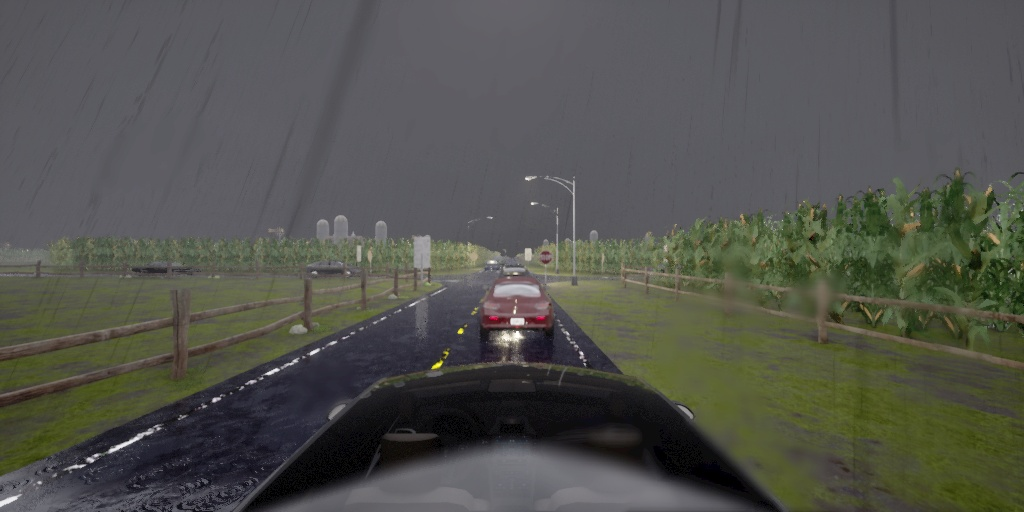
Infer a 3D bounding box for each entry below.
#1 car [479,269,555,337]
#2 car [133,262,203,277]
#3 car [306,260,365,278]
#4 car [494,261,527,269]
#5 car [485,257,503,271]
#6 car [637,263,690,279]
[{"bbox_3d":[0.124,1.276,10.219,1.812,1.442,4.674,0,0,0],"label":"car"},{"bbox_3d":[-30.541,1.165,31.948,4.718,1.301,1.895,0,-1,1],"label":"car"},{"bbox_3d":[-15.571,1.147,31.752,4.892,1.490,1.837,1,-1,1],"label":"car"},{"bbox_3d":[0.154,1.254,20.686,1.837,1.490,4.892,0,0,0],"label":"car"},{"bbox_3d":[-2.696,1.276,49.163,2.033,1.411,5.357,0,0,0],"label":"car"},{"bbox_3d":[14.547,1.361,34.311,4.892,1.490,1.837,-1,-1,1],"label":"car"}]
